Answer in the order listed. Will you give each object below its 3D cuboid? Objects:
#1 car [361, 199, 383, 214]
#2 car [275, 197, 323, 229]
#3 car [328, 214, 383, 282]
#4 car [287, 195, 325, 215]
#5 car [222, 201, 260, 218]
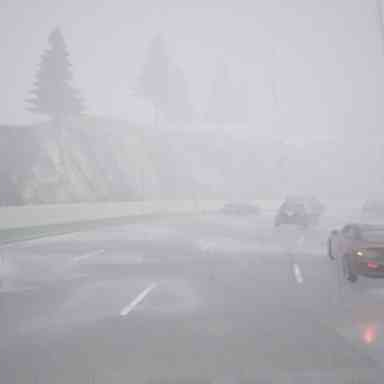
[{"bbox_3d":[20.368,1.591,36.003,4.553,1.767,2.097,1,0,-35],"label":"car"},{"bbox_3d":[7.280,1.447,22.786,2.097,1.767,4.553,1,0,31],"label":"car"},{"bbox_3d":[5.159,1.587,9.604,1.812,1.442,4.674,0,0,14],"label":"car"},{"bbox_3d":[11.254,1.366,33.273,5.566,2.045,2.150,1,0,-45],"label":"car"},{"bbox_3d":[4.701,1.569,31.510,2.128,1.511,4.902,0,0,38],"label":"car"}]
